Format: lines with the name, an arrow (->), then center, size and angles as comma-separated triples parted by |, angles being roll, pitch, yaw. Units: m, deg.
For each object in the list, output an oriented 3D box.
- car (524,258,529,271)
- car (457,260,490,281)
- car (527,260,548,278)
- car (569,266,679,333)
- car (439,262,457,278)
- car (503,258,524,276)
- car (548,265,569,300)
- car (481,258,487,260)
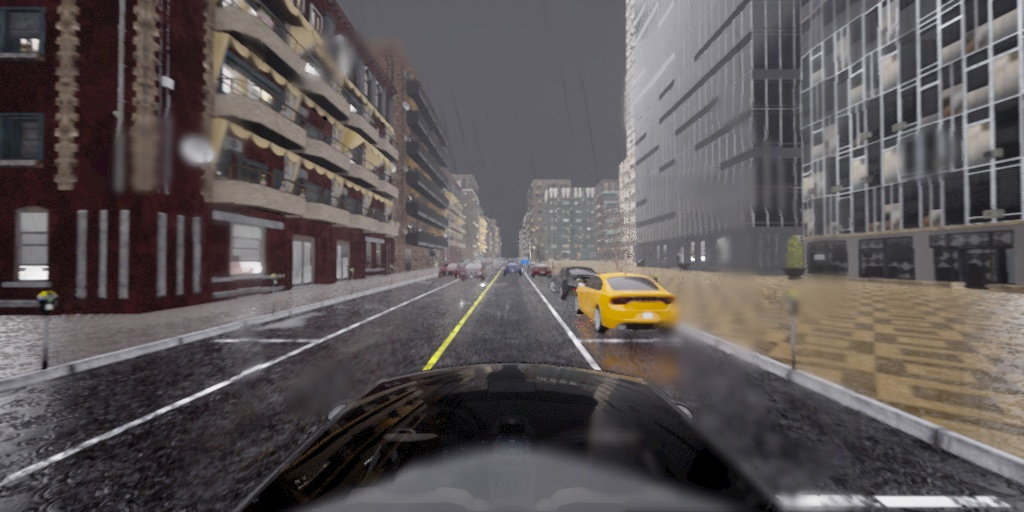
car -> 2.680, 1.287, 44.826 | 2.007, 1.370, 4.403 | 0, 0, 0
car -> -3.104, 1.266, 29.576 | 1.812, 1.442, 4.674 | 0, 0, 0
car -> 2.683, 1.284, 33.686 | 1.888, 1.381, 4.507 | 0, 0, 0
car -> 3.137, 1.224, 10.756 | 1.882, 1.535, 5.008 | 0, 0, 0
car -> -5.698, 1.284, 33.685 | 1.888, 1.381, 4.507 | 0, 0, 0
car -> 0.074, 1.264, 37.480 | 1.812, 1.442, 4.674 | 0, 0, 0
car -> 3.125, 1.250, 17.797 | 1.837, 1.490, 4.892 | 0, 0, -1
car -> -5.705, 1.314, 61.534 | 1.802, 1.307, 4.207 | 0, 0, 0
